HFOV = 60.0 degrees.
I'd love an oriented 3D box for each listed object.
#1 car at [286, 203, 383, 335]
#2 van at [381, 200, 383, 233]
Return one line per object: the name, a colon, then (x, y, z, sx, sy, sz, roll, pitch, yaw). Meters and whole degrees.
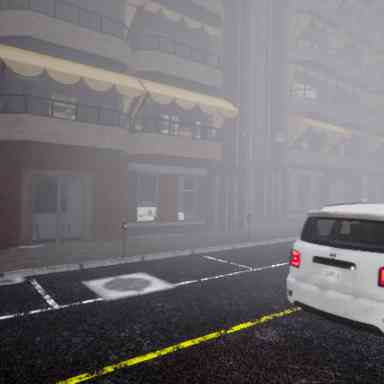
car: (4.160, 1.227, 6.247, 5.566, 2.045, 2.150, 0, 0, -36)
van: (12.476, 1.359, 18.678, 3.998, 1.788, 1.690, 0, 1, -35)
